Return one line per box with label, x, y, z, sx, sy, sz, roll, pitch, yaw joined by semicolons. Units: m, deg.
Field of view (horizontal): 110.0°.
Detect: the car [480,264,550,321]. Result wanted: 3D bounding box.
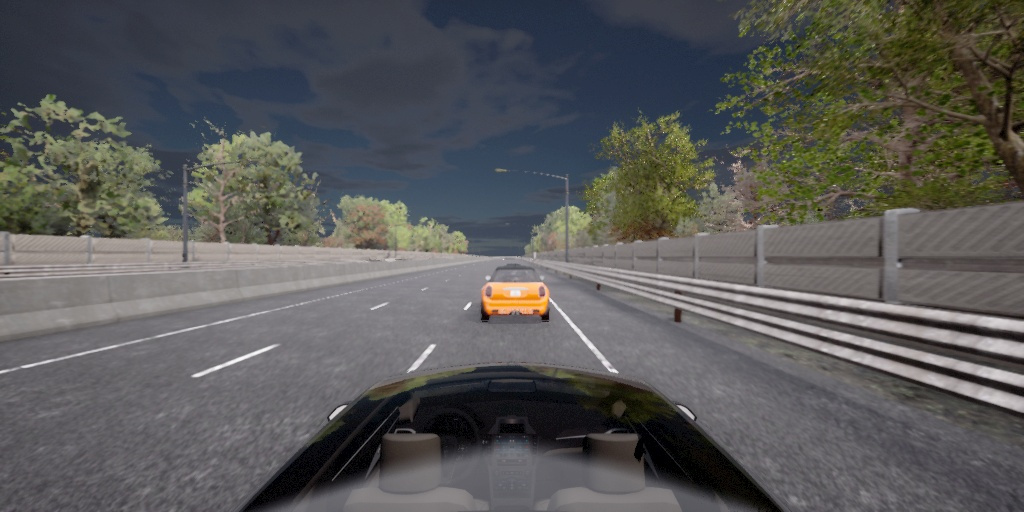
car;0.101;1.095;12.537;2.097;1.767;4.553;0;0;0
